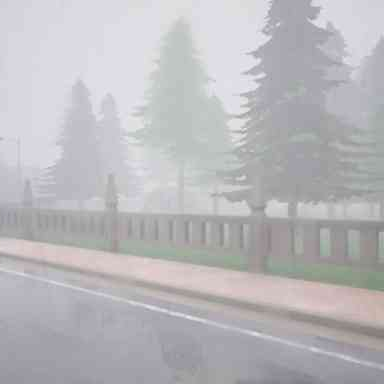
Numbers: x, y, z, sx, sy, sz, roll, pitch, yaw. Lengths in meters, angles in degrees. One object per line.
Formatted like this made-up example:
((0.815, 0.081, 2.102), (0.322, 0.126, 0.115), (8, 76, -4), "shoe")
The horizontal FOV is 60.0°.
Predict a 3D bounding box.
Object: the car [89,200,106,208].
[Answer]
((-14.371, 1.923, 53.979), (1.837, 1.490, 4.892), (-1, -1, 36), "car")
